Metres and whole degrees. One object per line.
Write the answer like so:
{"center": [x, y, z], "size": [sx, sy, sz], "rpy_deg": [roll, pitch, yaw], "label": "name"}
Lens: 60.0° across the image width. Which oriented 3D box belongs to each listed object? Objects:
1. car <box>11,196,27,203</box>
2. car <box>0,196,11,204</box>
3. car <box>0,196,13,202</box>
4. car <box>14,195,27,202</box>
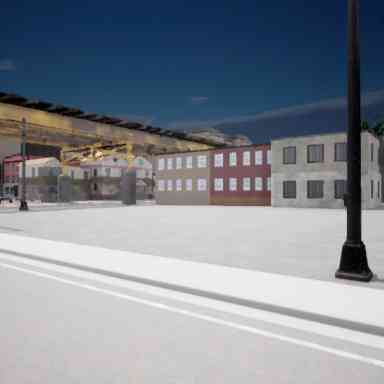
{"center": [-32.077, 1.438, 62.261], "size": [2.038, 1.542, 4.974], "rpy_deg": [0, 0, -23], "label": "car"}
{"center": [-35.606, 1.438, 61.047], "size": [4.974, 1.542, 2.038], "rpy_deg": [0, 0, 7], "label": "car"}
{"center": [-35.657, 1.280, 61.053], "size": [4.536, 1.218, 1.853], "rpy_deg": [0, 0, 7], "label": "car"}
{"center": [-32.098, 1.280, 62.308], "size": [1.853, 1.218, 4.536], "rpy_deg": [0, 0, -23], "label": "car"}
